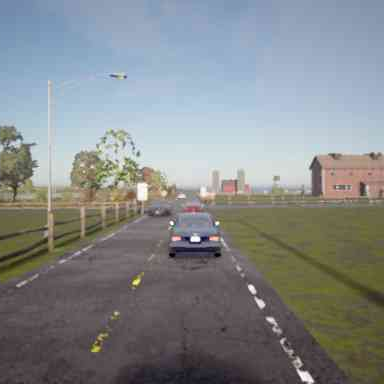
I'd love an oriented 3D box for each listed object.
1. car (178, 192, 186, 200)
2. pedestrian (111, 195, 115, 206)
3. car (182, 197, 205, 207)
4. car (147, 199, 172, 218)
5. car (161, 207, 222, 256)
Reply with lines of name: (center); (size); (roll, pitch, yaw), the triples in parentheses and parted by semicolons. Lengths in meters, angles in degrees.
car: (-2.731, 1.000, 90.308); (2.150, 2.045, 5.566); (0, 0, 0)
pedestrian: (-12.146, 1.289, 51.033); (0.375, 1.860, 0.375); (0, 1, 0)
car: (0.108, 1.453, 28.634); (1.812, 1.442, 4.674); (0, 0, 0)
car: (-2.790, 1.402, 29.738); (1.882, 1.535, 5.008); (0, 0, 1)
car: (0.104, 1.514, 12.921); (2.033, 1.411, 5.357); (0, 0, 0)
